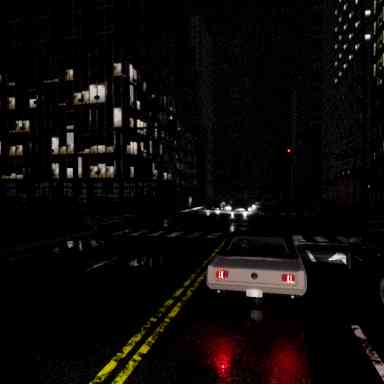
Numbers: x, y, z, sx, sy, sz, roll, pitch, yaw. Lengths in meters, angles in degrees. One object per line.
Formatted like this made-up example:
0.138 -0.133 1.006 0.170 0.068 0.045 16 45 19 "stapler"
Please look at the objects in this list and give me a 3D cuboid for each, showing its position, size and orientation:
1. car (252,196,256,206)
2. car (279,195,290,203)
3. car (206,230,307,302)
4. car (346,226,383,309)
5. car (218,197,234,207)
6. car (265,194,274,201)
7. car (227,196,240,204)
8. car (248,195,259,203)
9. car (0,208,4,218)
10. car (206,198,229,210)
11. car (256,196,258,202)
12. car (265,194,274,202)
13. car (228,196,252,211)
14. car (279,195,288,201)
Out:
8.043 1.460 49.739 2.128 1.511 4.902 0 0 13 "car"
19.520 1.474 69.640 2.033 1.411 5.357 0 0 13 "car"
1.709 1.597 8.353 1.895 1.301 4.718 0 0 14 "car"
4.838 1.501 7.449 1.837 1.490 4.892 0 0 13 "car"
5.485 1.567 53.048 1.895 1.301 4.718 0 0 13 "car"
18.750 1.286 80.526 2.128 1.511 4.902 0 0 13 "car"
7.923 1.460 63.175 1.837 1.490 4.892 0 0 14 "car"
13.150 1.482 70.952 2.033 1.411 5.357 0 0 13 "car"
-17.310 1.434 26.693 4.313 1.339 1.947 1 1 14 "car"
3.151 1.524 43.182 2.033 1.411 5.357 0 0 13 "car"
10.386 1.559 59.544 1.895 1.301 4.718 0 0 14 "car"
16.459 1.530 70.823 1.895 1.301 4.718 0 0 13 "car"
5.918 1.503 40.739 1.812 1.442 4.674 0 0 13 "car"
21.920 1.355 79.808 1.895 1.301 4.718 0 0 13 "car"
